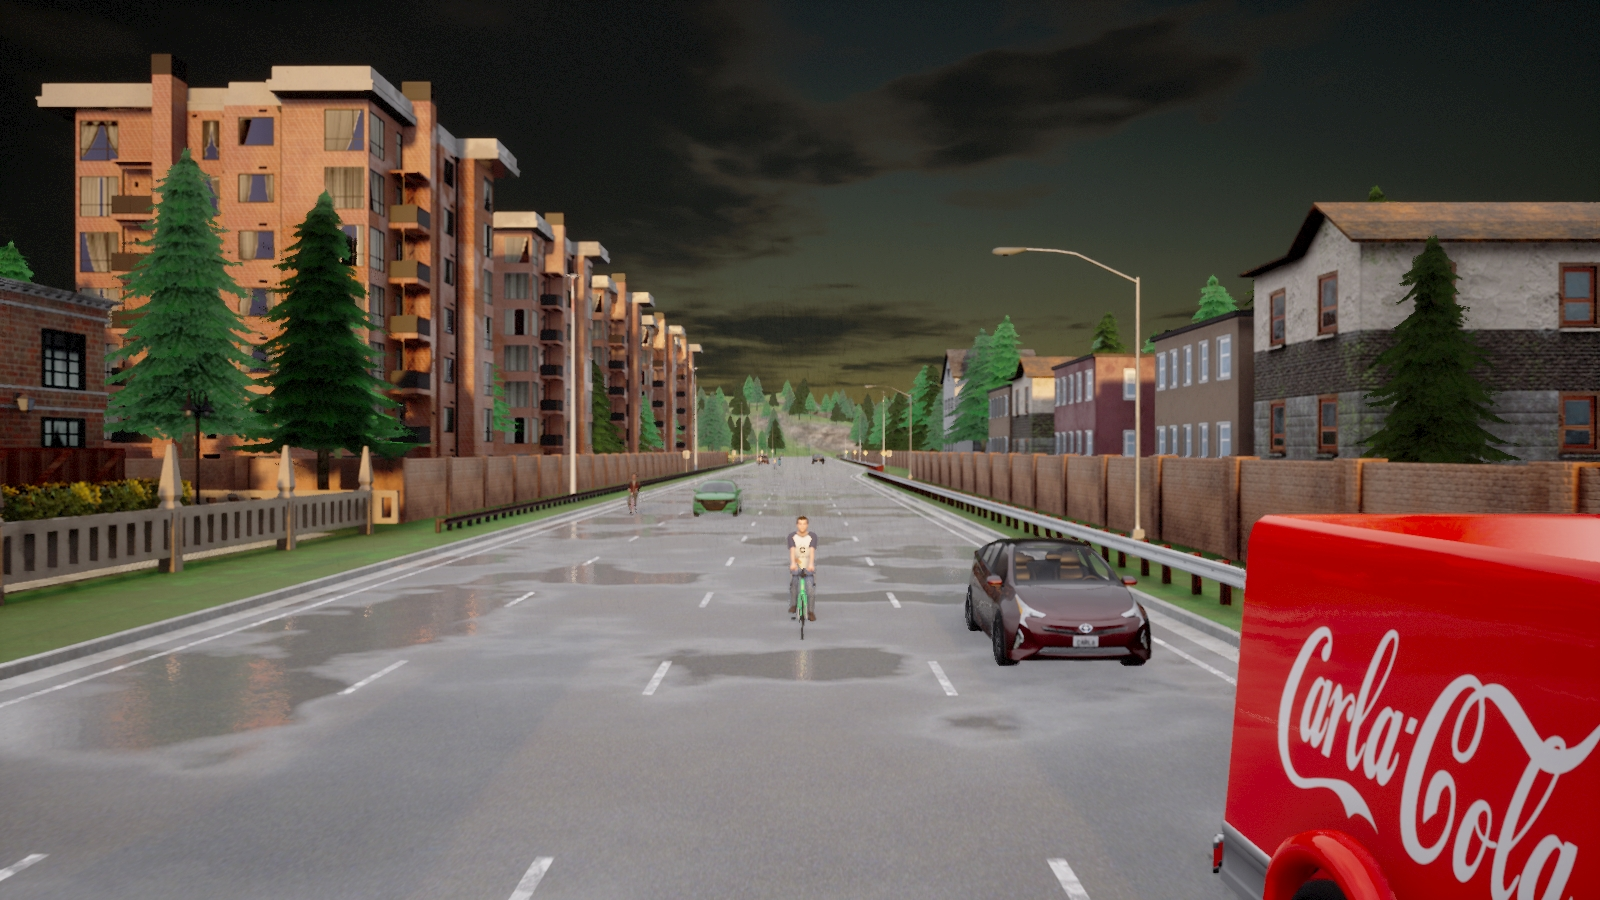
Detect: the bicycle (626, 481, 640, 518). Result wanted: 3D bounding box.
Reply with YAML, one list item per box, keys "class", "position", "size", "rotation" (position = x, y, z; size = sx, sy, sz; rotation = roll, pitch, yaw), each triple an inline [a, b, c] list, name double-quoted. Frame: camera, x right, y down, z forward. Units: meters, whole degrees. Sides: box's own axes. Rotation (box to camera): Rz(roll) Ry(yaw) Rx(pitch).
- class: "bicycle"
  position: [-6.999, 2.055, 47.958]
  size: [0.329, 1.471, 1.835]
  rotation: [0, 0, 0]

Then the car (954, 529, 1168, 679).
- class: "car"
  position: [3.497, 2.038, 16.236]
  size: [2.007, 1.525, 4.514]
  rotation: [0, 0, 0]

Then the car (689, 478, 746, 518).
- class: "car"
  position: [-3.505, 2.029, 49.185]
  size: [2.097, 1.535, 5.006]
  rotation: [0, 0, 0]

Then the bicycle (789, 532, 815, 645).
- class: "bicycle"
  position: [0.038, 2.054, 17.277]
  size: [0.373, 1.496, 1.643]
  rotation: [0, 1, 0]

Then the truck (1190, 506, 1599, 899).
- class: "truck"
  position: [3.494, 1.562, 3.748]
  size: [2.627, 2.467, 5.204]
  rotation: [0, 0, 0]
